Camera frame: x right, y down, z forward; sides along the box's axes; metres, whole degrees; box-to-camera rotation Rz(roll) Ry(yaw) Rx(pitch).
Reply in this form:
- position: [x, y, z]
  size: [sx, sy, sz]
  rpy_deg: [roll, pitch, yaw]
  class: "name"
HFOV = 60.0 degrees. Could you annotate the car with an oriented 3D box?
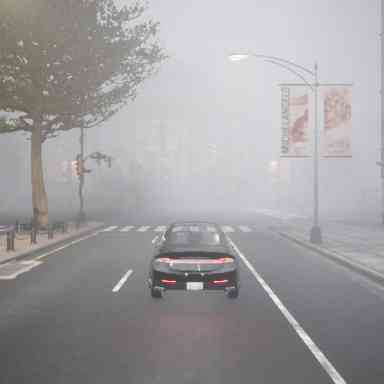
- position: [0.064, 1.491, 8.465]
  size: [2.128, 1.511, 4.902]
  rpy_deg: [0, 0, 0]
  class: "car"
